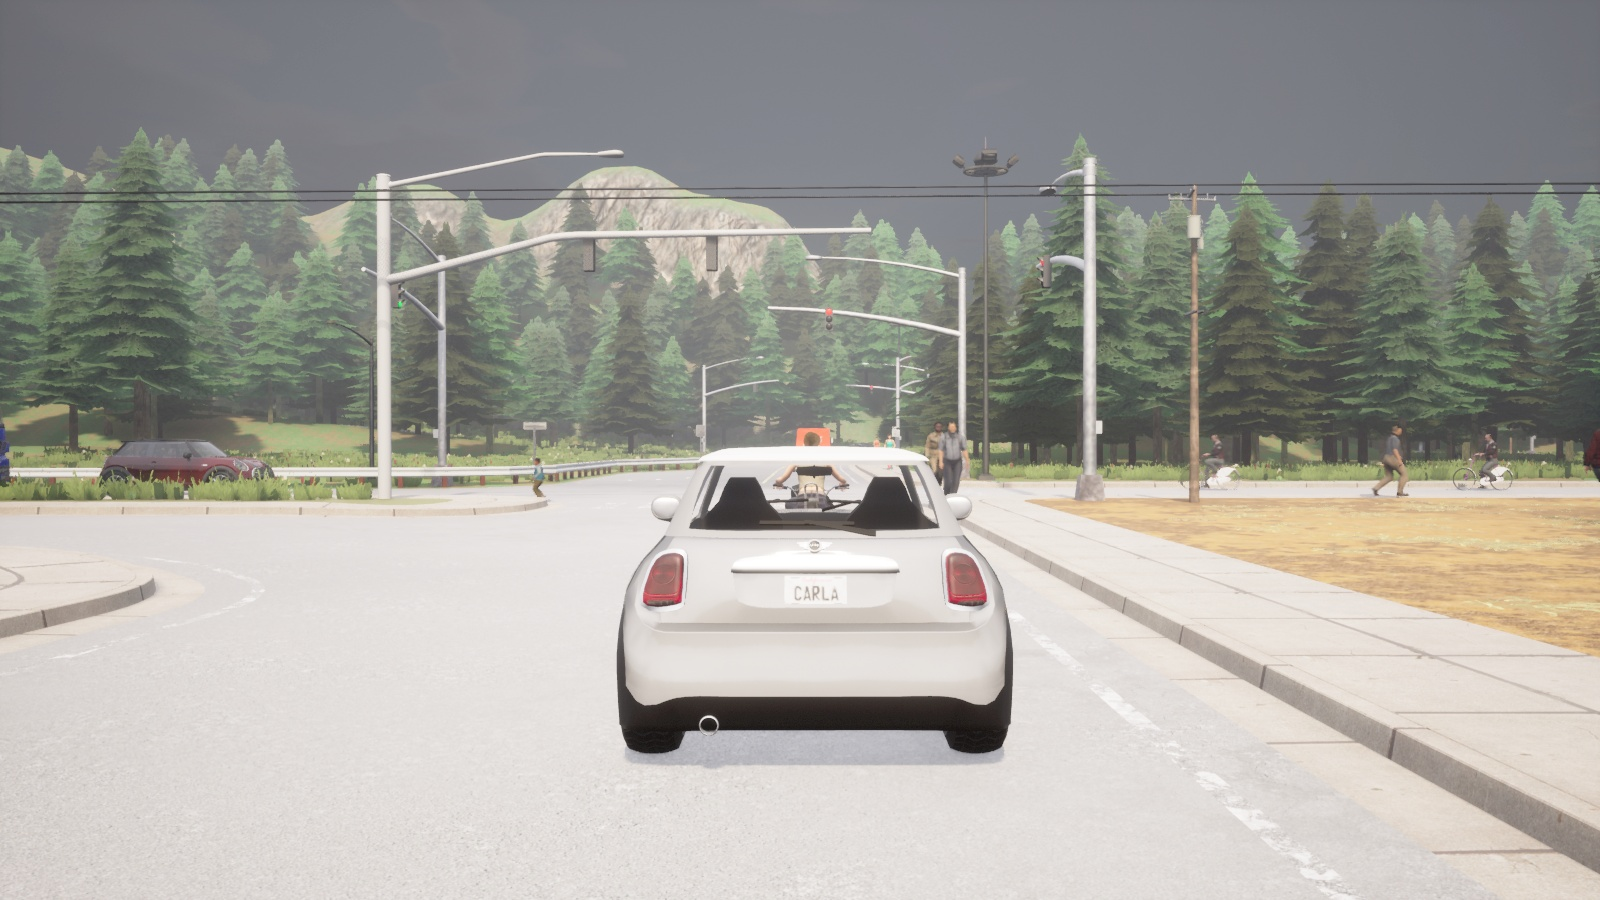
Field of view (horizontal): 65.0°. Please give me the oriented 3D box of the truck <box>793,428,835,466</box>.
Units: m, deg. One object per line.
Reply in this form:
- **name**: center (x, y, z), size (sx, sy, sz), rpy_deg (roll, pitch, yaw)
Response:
- **truck**: center (0.965, -0.210, 83.654), size (2.627, 2.467, 5.204), rpy_deg (0, 0, 2)

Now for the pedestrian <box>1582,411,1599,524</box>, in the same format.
- **pedestrian**: center (13.435, 0.282, 20.757), size (0.899, 1.844, 0.634), rpy_deg (0, 0, -41)

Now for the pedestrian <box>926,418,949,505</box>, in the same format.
- **pedestrian**: center (3.073, 0.252, 28.079), size (0.396, 1.930, 0.692), rpy_deg (0, 0, -2)

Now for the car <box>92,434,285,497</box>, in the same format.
- **car**: center (-17.662, 0.430, 36.426), size (4.553, 1.767, 2.097), rpy_deg (0, 0, 1)

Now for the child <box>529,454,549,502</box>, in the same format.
- **child**: center (-6.553, 0.697, 31.568), size (0.448, 1.192, 0.343), rpy_deg (0, 0, -3)

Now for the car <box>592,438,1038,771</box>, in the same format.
- **car**: center (0.070, 0.672, 7.459), size (1.970, 1.475, 3.806), rpy_deg (0, 0, 0)

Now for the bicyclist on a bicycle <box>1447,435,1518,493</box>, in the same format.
- **bicyclist on a bicycle**: center (21.144, 0.425, 38.926), size (1.843, 1.776, 0.659), rpy_deg (0, 0, 1)

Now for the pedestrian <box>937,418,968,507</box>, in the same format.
- **pedestrian**: center (3.233, 0.260, 26.697), size (0.540, 1.848, 0.694), rpy_deg (0, 0, -3)

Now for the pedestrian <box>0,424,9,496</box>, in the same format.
- **pedestrian**: center (-20.942, 0.249, 32.437), size (0.694, 1.848, 0.540), rpy_deg (0, 0, 2)

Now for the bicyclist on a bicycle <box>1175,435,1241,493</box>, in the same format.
- **bicyclist on a bicycle**: center (12.720, 0.424, 39.144), size (1.843, 1.776, 0.659), rpy_deg (0, 0, 1)

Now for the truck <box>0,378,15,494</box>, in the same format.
- **truck**: center (-27.785, -0.411, 36.683), size (7.936, 3.462, 2.891), rpy_deg (0, 0, 1)

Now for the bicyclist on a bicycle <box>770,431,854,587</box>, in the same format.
- **bicyclist on a bicycle**: center (0.123, 0.607, 13.751), size (0.866, 1.612, 1.509), rpy_deg (0, 0, 0)

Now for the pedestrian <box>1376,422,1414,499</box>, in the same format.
- **pedestrian**: center (14.457, 0.242, 30.546), size (0.694, 1.848, 0.540), rpy_deg (0, 0, 7)
